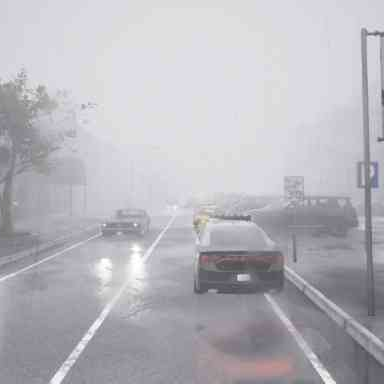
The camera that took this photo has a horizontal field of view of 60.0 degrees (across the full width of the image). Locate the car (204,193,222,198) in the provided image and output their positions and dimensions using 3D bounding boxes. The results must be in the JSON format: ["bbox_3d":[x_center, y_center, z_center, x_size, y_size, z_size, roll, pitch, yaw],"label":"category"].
[{"bbox_3d":[5.833,0.995,93.202,4.792,1.488,2.163,0,1,0],"label":"car"}]

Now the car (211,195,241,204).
[{"bbox_3d":[5.780,1.291,56.761,4.892,1.521,2.231,0,1,0],"label":"car"}]

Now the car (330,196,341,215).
[{"bbox_3d":[18.828,1.470,37.798,4.792,1.488,2.163,0,0,0],"label":"car"}]

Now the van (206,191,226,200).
[{"bbox_3d":[5.680,0.865,79.184,4.442,1.987,1.878,0,1,0],"label":"van"}]

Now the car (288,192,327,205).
[{"bbox_3d":[18.894,1.060,54.457,5.566,2.045,2.435,0,1,0],"label":"car"}]

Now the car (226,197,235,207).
[{"bbox_3d":[5.768,1.461,28.719,5.008,1.535,2.097,0,0,0],"label":"car"}]

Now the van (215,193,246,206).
[{"bbox_3d":[5.900,1.114,51.152,4.442,1.987,1.878,0,1,0],"label":"van"}]

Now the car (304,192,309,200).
[{"bbox_3d":[18.890,1.134,46.131,5.566,2.045,2.435,0,1,0],"label":"car"}]

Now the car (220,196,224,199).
[{"bbox_3d":[5.806,1.470,37.131,4.792,1.488,2.163,0,0,0],"label":"car"}]

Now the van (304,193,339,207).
[{"bbox_3d":[18.979,1.135,48.907,4.442,1.987,1.878,0,1,0],"label":"van"}]

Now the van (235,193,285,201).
[{"bbox_3d":[5.889,1.238,25.915,4.442,1.987,1.878,0,0,0],"label":"van"}]

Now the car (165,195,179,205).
[{"bbox_3d":[-3.152,1.321,53.373,2.128,1.511,4.902,0,0,0],"label":"car"}]

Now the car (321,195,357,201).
[{"bbox_3d":[18.887,1.453,40.581,4.792,1.488,2.163,0,0,0],"label":"car"}]

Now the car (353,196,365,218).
[{"bbox_3d":[18.849,1.456,32.249,5.008,1.535,2.097,0,0,0],"label":"car"}]

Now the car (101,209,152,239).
[{"bbox_3d":[-3.318,1.587,17.462,1.895,1.301,4.718,0,0,0],"label":"car"}]

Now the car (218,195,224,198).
[{"bbox_3d":[5.776,1.466,39.939,4.674,1.452,2.002,0,0,0],"label":"car"}]

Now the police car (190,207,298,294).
[{"bbox_3d":[0.991,1.422,8.915,1.930,1.638,5.238,0,0,0],"label":"police car"}]

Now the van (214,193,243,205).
[{"bbox_3d":[5.902,1.089,53.955,4.442,1.987,1.878,0,1,0],"label":"van"}]

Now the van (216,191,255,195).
[{"bbox_3d":[5.898,1.164,45.548,4.442,1.987,1.878,0,0,0],"label":"van"}]

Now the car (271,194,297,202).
[{"bbox_3d":[18.877,1.189,68.339,4.892,1.521,2.231,0,1,0],"label":"car"}]

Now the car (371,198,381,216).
[{"bbox_3d":[18.847,1.462,29.471,4.892,1.521,2.231,0,0,0],"label":"car"}]

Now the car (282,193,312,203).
[{"bbox_3d":[18.899,1.137,60.011,4.553,1.767,2.185,0,1,0],"label":"car"}]

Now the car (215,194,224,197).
[{"bbox_3d":[5.786,1.409,42.742,4.892,1.521,2.231,0,0,0],"label":"car"}]

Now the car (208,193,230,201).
[{"bbox_3d":[5.762,1.040,70.775,4.553,1.767,2.185,0,1,0],"label":"car"}]

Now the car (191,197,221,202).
[{"bbox_3d":[1.021,1.424,25.015,1.801,1.575,5.366,0,0,0],"label":"car"}]

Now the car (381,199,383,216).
[{"bbox_3d":[18.823,1.213,26.696,5.566,2.045,2.435,0,0,0],"label":"car"}]

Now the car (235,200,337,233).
[{"bbox_3d":[5.584,1.467,20.309,5.366,1.575,1.946,0,0,0],"label":"car"}]

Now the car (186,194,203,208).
[{"bbox_3d":[0.096,1.429,45.245,2.033,1.411,5.357,0,0,0],"label":"car"}]

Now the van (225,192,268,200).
[{"bbox_3d":[5.658,1.231,31.526,4.442,1.987,1.878,0,0,0],"label":"van"}]

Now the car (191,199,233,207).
[{"bbox_3d":[1.010,1.438,19.008,1.801,1.575,5.366,0,0,0],"label":"car"}]

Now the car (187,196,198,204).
[{"bbox_3d":[0.108,1.355,58.663,1.994,1.385,4.181,0,0,0],"label":"car"}]

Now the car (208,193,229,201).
[{"bbox_3d":[5.763,1.015,73.579,4.553,1.767,2.185,0,1,0],"label":"car"}]

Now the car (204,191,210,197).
[{"bbox_3d":[5.762,0.964,65.168,5.566,2.045,2.435,0,1,0],"label":"car"}]

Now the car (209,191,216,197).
[{"bbox_3d":[5.754,1.114,48.348,5.566,2.045,2.435,0,1,0],"label":"car"}]

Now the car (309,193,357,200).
[{"bbox_3d":[18.831,1.154,43.354,5.566,2.045,2.435,0,0,0],"label":"car"}]

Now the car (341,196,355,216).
[{"bbox_3d":[19.040,1.445,35.026,5.366,1.575,1.946,0,0,0],"label":"car"}]
